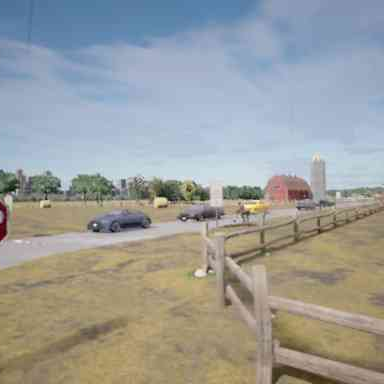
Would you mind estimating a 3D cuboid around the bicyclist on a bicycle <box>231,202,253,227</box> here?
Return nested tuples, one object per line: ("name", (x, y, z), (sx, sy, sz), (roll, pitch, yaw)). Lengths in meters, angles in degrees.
("bicyclist on a bicycle", (3.246, 1.482, 21.748), (1.656, 1.620, 0.582), (-1, 0, 36))

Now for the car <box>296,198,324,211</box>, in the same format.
("car", (15.332, 1.695, 43.975), (2.033, 1.411, 5.357), (-3, -2, 36))

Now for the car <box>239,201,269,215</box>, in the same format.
("car", (6.966, 1.709, 37.237), (1.882, 1.535, 5.008), (-3, -2, 35))

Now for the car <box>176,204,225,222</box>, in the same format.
("car", (0.906, 1.763, 28.763), (2.033, 1.411, 5.357), (-3, -2, 35))

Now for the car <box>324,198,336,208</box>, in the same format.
("car", (21.052, 1.703, 52.078), (1.837, 1.490, 4.892), (-3, -2, 35))

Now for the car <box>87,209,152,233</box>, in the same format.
("car", (-4.529, 1.765, 21.138), (1.994, 1.385, 4.181), (-3, -2, 36))
